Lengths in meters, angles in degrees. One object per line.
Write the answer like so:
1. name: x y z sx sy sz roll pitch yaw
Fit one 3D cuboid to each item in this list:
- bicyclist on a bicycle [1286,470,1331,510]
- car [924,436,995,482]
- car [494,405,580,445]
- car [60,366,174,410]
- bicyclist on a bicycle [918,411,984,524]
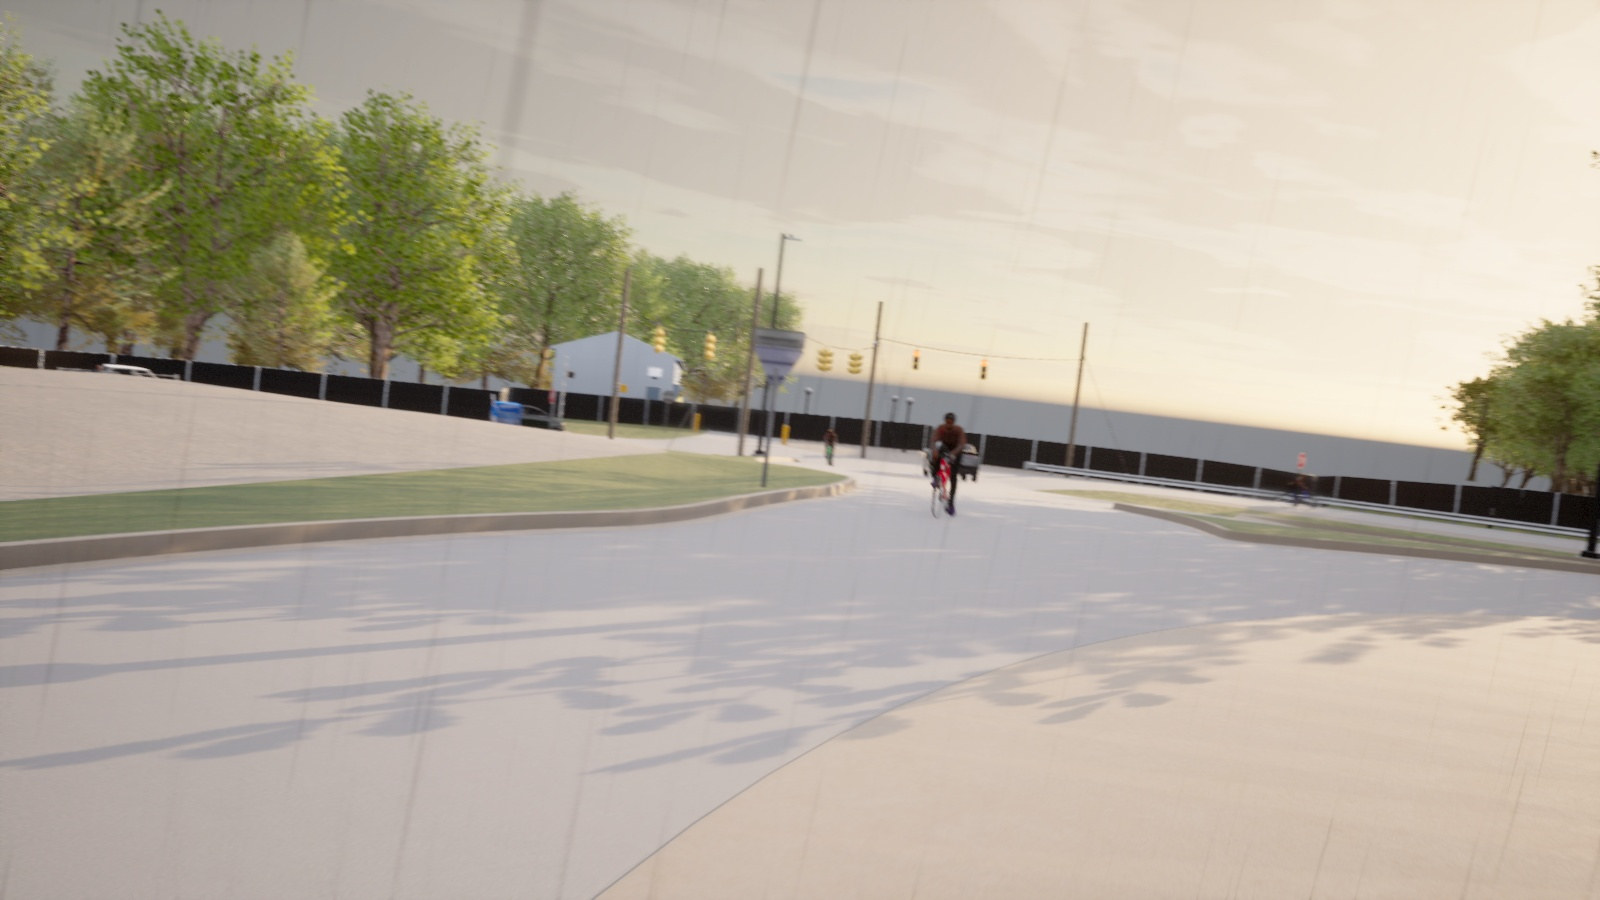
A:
1. bicyclist on a bicycle: 22.922 1.778 56.646 1.656 1.620 0.582 7 4 41
2. car: 6.229 0.368 49.591 2.128 1.511 4.902 6 -1 1
3. car: -13.094 -1.252 62.463 3.705 1.549 1.789 5 3 -28
4. car: -29.383 -2.653 54.098 1.970 1.475 3.806 9 4 44
5. bicyclist on a bicycle: 2.355 0.239 19.447 0.582 1.620 1.656 7 3 16
